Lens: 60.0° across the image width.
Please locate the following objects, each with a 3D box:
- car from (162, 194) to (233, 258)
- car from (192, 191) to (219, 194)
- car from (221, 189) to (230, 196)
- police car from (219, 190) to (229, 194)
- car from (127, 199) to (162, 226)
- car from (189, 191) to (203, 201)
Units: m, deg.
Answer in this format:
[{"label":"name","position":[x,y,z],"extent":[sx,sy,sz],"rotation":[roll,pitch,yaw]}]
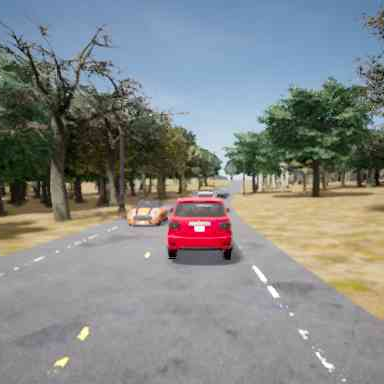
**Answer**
[{"label":"car","position":[0.313,1.213,12.814],"extent":[2.150,2.045,5.566],"rotation":[0,0,2]},{"label":"car","position":[1.592,1.021,37.035],"extent":[2.150,2.045,5.566],"rotation":[0,1,4]},{"label":"car","position":[8.731,0.157,85.909],"extent":[1.801,1.575,5.366],"rotation":[0,2,10]},{"label":"police car","position":[6.190,0.600,70.112],"extent":[1.930,1.638,5.238],"rotation":[0,1,8]},{"label":"car","position":[-2.986,1.320,22.910],"extent":[2.097,1.767,4.553],"rotation":[0,0,3]},{"label":"car","position":[0.749,0.683,64.075],"extent":[2.097,1.767,4.553],"rotation":[0,1,8]}]
